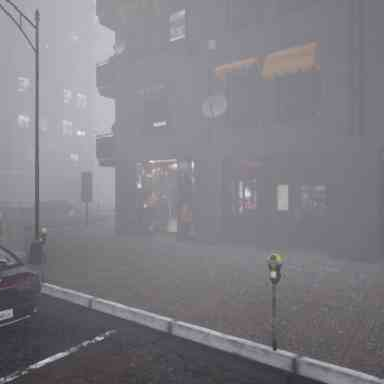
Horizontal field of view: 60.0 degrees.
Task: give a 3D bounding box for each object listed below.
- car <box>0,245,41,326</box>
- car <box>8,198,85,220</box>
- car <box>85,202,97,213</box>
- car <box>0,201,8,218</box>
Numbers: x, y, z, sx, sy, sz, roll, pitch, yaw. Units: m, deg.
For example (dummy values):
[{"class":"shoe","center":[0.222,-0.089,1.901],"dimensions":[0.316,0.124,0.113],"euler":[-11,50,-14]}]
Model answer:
[{"class":"car","center":[-4.503,1.551,6.078],"dimensions":[4.403,1.369,2.008],"euler":[0,0,35]},{"class":"car","center":[-11.116,1.283,25.826],"dimensions":[1.837,1.490,4.892],"euler":[0,1,35]},{"class":"car","center":[-10.996,1.250,30.509],"dimensions":[1.752,1.417,4.829],"euler":[1,1,35]},{"class":"car","center":[-14.082,1.350,26.081],"dimensions":[2.008,1.369,4.403],"euler":[1,1,35]}]
